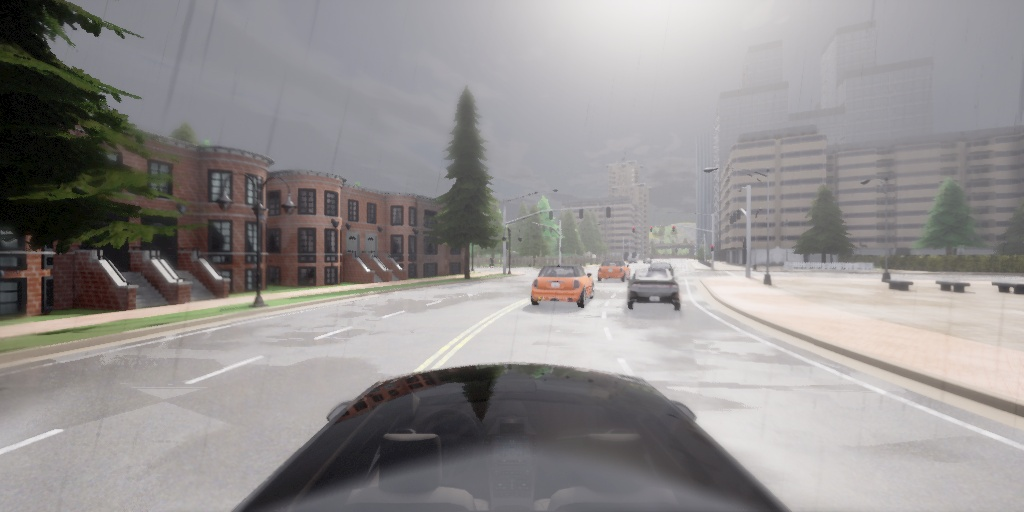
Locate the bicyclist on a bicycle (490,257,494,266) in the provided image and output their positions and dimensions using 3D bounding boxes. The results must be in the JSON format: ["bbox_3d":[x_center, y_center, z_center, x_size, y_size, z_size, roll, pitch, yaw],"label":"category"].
[{"bbox_3d":[-3.626,1.049,62.709,0.582,1.620,1.656,0,0,25],"label":"bicyclist on a bicycle"}]

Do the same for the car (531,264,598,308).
[{"bbox_3d":[2.332,1.115,15.601,2.097,1.767,4.553,0,0,19],"label":"car"}]

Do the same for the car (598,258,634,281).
[{"bbox_3d":[8.362,1.115,29.120,2.097,1.767,4.553,0,0,25],"label":"car"}]

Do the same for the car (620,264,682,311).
[{"bbox_3d":[5.655,1.244,14.500,2.128,1.511,4.902,0,0,19],"label":"car"}]

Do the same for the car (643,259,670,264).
[{"bbox_3d":[11.546,1.234,27.665,1.882,1.535,5.008,0,0,25],"label":"car"}]
